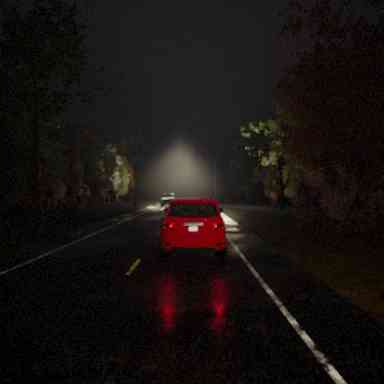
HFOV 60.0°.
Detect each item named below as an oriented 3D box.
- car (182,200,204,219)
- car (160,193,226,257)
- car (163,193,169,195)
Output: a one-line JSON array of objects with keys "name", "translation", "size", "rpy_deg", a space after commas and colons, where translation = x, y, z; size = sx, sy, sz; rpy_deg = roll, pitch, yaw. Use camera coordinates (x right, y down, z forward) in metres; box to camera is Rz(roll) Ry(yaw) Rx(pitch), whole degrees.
[{"name": "car", "translation": [0.075, 1.519, 30.160], "size": [1.812, 1.442, 4.674], "rpy_deg": [0, 0, 0]}, {"name": "car", "translation": [0.063, 1.221, 12.991], "size": [2.150, 2.045, 5.566], "rpy_deg": [0, 0, 0]}, {"name": "car", "translation": [-3.581, 1.210, 50.807], "size": [2.150, 2.045, 5.566], "rpy_deg": [0, 0, 0]}]
